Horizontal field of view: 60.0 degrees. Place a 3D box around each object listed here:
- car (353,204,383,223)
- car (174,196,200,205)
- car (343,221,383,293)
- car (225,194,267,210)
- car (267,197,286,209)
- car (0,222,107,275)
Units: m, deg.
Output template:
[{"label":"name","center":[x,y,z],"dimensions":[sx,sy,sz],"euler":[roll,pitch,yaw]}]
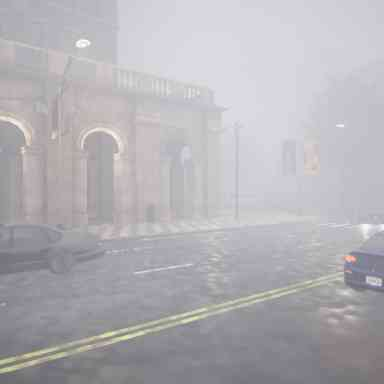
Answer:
[{"label":"car","center":[13.341,1.564,24.876],"dimensions":[1.994,1.385,4.181],"euler":[0,0,19]},{"label":"car","center":[-0.976,1.548,60.813],"dimensions":[2.033,1.411,5.357],"euler":[0,0,-35]},{"label":"car","center":[5.326,1.526,7.663],"dimensions":[4.674,1.442,1.812],"euler":[0,0,-36]},{"label":"car","center":[6.757,1.222,44.040],"dimensions":[2.150,2.045,5.566],"euler":[0,0,-36]},{"label":"car","center":[10.440,1.503,44.920],"dimensions":[1.837,1.490,4.892],"euler":[0,1,-36]},{"label":"car","center":[-5.111,1.547,8.946],"dimensions":[5.357,1.411,2.033],"euler":[0,0,-36]}]
